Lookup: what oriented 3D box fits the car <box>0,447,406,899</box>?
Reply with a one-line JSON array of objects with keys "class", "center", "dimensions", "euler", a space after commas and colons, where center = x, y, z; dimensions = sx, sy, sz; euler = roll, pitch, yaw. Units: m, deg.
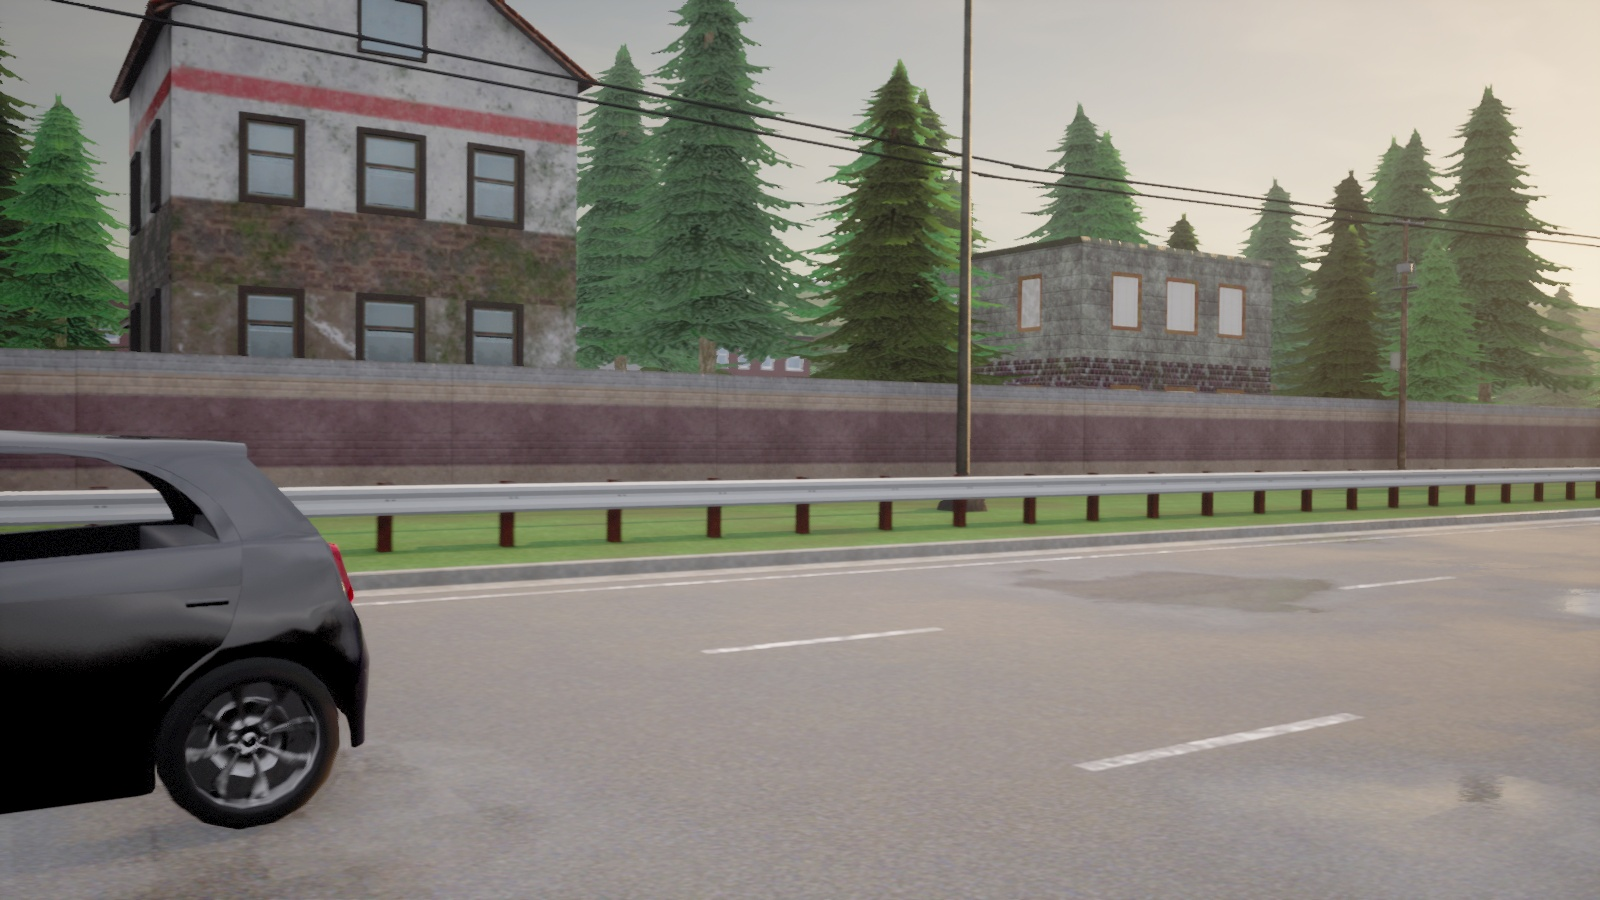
[{"class": "car", "center": [-3.566, 0.776, 4.643], "dimensions": [3.633, 1.501, 1.845], "euler": [-1, 1, -33]}]
